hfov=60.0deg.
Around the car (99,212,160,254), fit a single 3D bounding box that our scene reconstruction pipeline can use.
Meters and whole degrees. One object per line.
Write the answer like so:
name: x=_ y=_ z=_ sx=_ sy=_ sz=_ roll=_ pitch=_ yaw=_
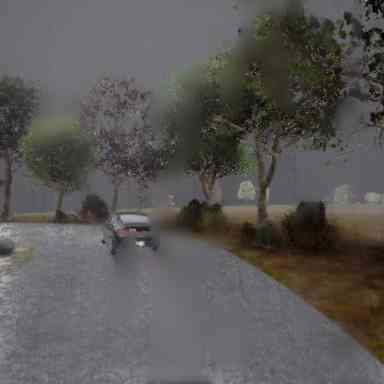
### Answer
car: x=-2.705 y=1.587 z=13.997 sx=1.837 sy=1.490 sz=4.892 roll=1 pitch=-1 yaw=-22
